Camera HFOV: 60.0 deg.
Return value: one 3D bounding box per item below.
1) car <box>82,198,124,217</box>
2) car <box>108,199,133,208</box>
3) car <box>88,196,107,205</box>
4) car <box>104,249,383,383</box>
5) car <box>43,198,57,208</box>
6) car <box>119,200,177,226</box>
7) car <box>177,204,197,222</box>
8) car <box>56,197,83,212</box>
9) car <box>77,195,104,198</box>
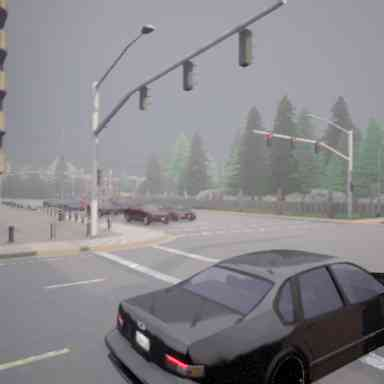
[{"bbox_3d":[-8.988,1.662,33.394,1.882,1.535,5.008,1,0,-36],"label":"car"},{"bbox_3d":[-12.136,1.845,56.055,2.033,1.411,5.357,1,0,-36],"label":"car"},{"bbox_3d":[-18.352,1.649,64.621,2.097,1.767,4.553,1,0,-36],"label":"car"},{"bbox_3d":[1.543,1.590,4.855,5.357,1.411,2.033,1,0,-35],"label":"car"},{"bbox_3d":[-21.251,1.688,50.487,1.837,1.490,4.892,1,0,-35],"label":"car"},{"bbox_3d":[-3.529,1.662,25.827,1.882,1.535,5.008,1,0,-36],"label":"car"},{"bbox_3d":[-1.413,1.785,28.866,1.994,1.385,4.181,1,0,-36],"label":"car"},{"bbox_3d":[-15.012,1.732,41.755,2.033,1.411,5.357,1,0,-36],"label":"car"},{"bbox_3d":[-15.153,1.437,47.958,2.150,2.045,5.566,1,0,-36],"label":"car"}]
